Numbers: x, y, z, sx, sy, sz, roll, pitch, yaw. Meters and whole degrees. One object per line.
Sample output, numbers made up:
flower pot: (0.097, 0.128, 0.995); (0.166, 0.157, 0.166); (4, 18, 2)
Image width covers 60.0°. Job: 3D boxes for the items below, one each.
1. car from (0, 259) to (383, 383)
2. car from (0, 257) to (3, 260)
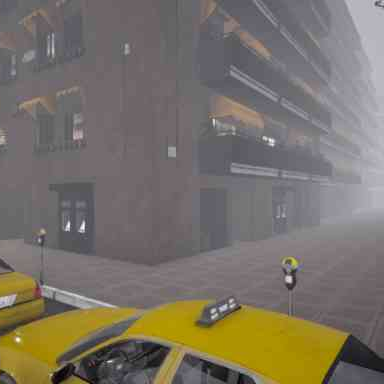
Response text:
car: (-0.003, 1.526, 2.728); (4.829, 1.417, 1.752); (0, 0, 36)
car: (-4.591, 1.527, 6.009); (4.829, 1.417, 1.752); (0, 0, 36)
